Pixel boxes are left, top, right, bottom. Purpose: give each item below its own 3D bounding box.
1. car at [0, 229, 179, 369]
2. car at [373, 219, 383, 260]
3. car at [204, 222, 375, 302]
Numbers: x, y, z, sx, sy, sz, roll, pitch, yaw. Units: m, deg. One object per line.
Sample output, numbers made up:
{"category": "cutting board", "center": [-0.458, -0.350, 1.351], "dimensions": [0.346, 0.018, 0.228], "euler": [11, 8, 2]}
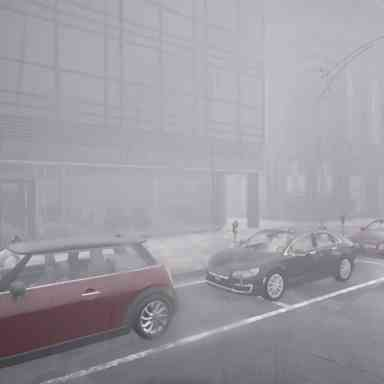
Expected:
{"category": "car", "center": [-2.298, 1.440, 4.901], "dimensions": [4.097, 1.590, 1.967], "euler": [0, 0, -35]}
{"category": "car", "center": [6.913, 1.580, 11.441], "dimensions": [4.206, 1.307, 1.802], "euler": [0, 0, -35]}
{"category": "car", "center": [2.308, 1.550, 8.171], "dimensions": [4.403, 1.369, 2.008], "euler": [0, 0, -35]}
